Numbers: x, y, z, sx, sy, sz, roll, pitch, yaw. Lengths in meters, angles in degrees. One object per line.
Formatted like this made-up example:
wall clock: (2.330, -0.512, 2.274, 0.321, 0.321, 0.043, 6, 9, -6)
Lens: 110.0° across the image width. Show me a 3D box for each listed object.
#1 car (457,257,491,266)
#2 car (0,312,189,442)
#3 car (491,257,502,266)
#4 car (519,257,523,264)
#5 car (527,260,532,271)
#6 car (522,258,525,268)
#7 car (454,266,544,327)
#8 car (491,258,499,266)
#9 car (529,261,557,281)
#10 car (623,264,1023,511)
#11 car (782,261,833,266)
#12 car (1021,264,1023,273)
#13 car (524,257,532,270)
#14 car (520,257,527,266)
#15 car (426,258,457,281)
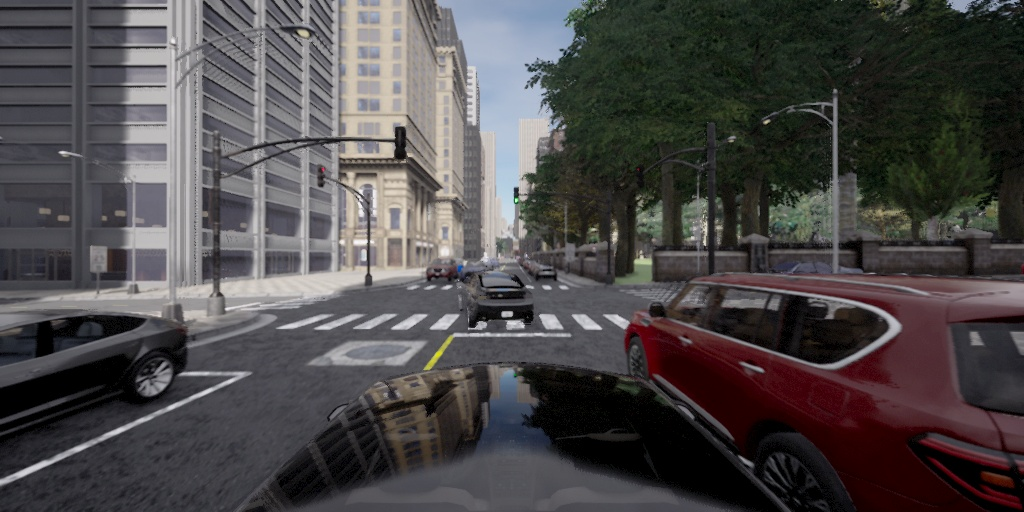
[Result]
car: (-3.054, 1.139, 29.709, 2.097, 1.767, 4.553, 0, 0, -2)
car: (-5.763, 1.319, 3.680, 1.948, 1.339, 4.313, 0, 0, 0)
car: (-3.055, 1.366, 58.610, 1.994, 1.385, 4.181, 0, 0, 0)
car: (2.758, 1.368, 62.745, 1.948, 1.339, 4.313, 0, 0, 0)
car: (2.760, 1.374, 35.642, 1.802, 1.307, 4.207, 0, 0, 0)
car: (2.759, 1.383, 51.904, 1.802, 1.307, 4.207, 0, 0, 0)
car: (-0.677, 1.272, 11.763, 1.837, 1.490, 4.892, 1, 0, -13)
car: (-3.097, 1.289, 43.033, 2.128, 1.511, 4.902, 0, 0, 0)
car: (2.760, 1.353, 30.222, 1.948, 1.339, 4.313, 0, 0, 0)
car: (2.762, 1.068, 3.663, 2.192, 1.841, 5.009, 0, 0, 0)
car: (15.090, 0.969, 18.705, 5.357, 1.411, 2.033, -1, 0, 0)
car: (30.389, 0.308, 18.632, 5.566, 2.045, 2.150, -1, 0, 0)
car: (2.759, 1.236, 41.063, 1.967, 1.591, 4.097, 0, 0, 0)
car: (2.758, 1.347, 57.324, 1.888, 1.381, 4.507, 0, 0, 0)
car: (-5.765, 1.102, 30.241, 2.192, 1.841, 5.009, 0, 0, 0)
